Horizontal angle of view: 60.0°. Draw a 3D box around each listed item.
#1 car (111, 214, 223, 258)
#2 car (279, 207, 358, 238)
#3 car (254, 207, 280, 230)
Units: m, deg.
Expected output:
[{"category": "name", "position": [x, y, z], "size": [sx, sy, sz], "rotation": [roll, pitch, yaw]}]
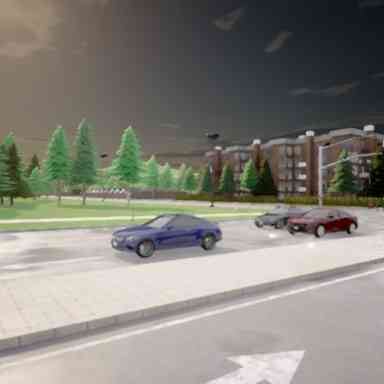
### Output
[{"category": "car", "position": [-0.842, 1.603, 13.195], "size": [4.674, 1.442, 1.812], "rotation": [1, 0, -36]}, {"category": "car", "position": [7.597, 1.671, 19.189], "size": [5.008, 1.535, 1.882], "rotation": [1, 0, -35]}, {"category": "car", "position": [6.317, 1.730, 22.611], "size": [4.674, 1.442, 1.812], "rotation": [1, 0, -36]}]
